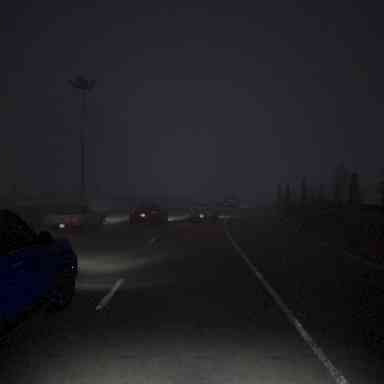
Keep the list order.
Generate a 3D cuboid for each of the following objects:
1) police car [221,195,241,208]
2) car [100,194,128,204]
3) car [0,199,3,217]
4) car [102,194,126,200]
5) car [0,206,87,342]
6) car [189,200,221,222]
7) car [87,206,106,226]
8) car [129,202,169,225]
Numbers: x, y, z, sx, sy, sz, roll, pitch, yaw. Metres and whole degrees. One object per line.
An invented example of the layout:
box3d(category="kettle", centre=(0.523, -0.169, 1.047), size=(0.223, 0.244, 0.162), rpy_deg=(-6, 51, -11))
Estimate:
box3d(category="police car", centre=(4.681, 1.178, 40.775), size=(2.038, 1.542, 4.974), rpy_deg=(0, 0, 18))
box3d(category="car", centre=(-12.758, 1.042, 54.779), size=(1.882, 1.535, 5.008), rpy_deg=(0, 0, 23))
box3d(category="car", centre=(-16.774, 1.325, 25.218), size=(1.812, 1.442, 4.674), rpy_deg=(0, 0, 7))
box3d(category="car", centre=(-9.912, 1.194, 41.642), size=(1.812, 1.442, 4.674), rpy_deg=(0, 0, 16))
box3d(category="car", centre=(-3.400, 1.185, 4.430), size=(2.150, 2.045, 5.566), rpy_deg=(0, 0, 0))
box3d(category="car", centre=(0.906, 1.333, 24.204), size=(1.812, 1.442, 4.674), rpy_deg=(0, 1, 7))
box3d(category="car", centre=(-6.611, 1.445, 19.495), size=(1.895, 1.301, 4.718), rpy_deg=(0, 0, 4))
box3d(category="car", centre=(-2.823, 1.386, 22.387), size=(1.994, 1.385, 4.181), rpy_deg=(0, 0, 5))
